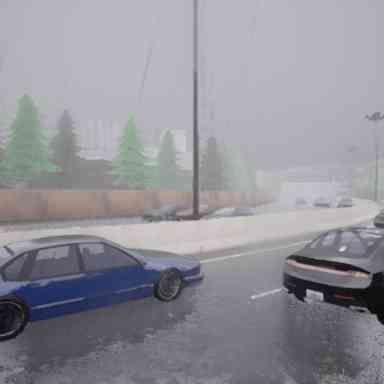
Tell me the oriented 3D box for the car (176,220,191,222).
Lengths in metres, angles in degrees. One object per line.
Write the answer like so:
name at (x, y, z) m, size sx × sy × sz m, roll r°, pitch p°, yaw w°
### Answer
car at (1.003, 1.549, 23.630) m, size 1.882 × 1.535 × 5.008 m, roll 0°, pitch 0°, yaw 45°

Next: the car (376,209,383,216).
car at (12.687, 1.586, 20.409) m, size 2.033 × 1.411 × 5.357 m, roll 0°, pitch 0°, yaw 41°

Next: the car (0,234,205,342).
car at (-2.312, 1.573, 6.537) m, size 5.357 × 1.411 × 2.033 m, roll 0°, pitch 0°, yaw -37°

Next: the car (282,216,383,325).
car at (3.914, 1.507, 7.109) m, size 4.902 × 1.511 × 2.128 m, roll 0°, pitch 0°, yaw -40°

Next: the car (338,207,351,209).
car at (20.832, 1.598, 44.699) m, size 1.837 × 1.490 × 4.892 m, roll 0°, pitch 1°, yaw 29°

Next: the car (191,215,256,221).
car at (2.365, 1.584, 20.075) m, size 4.674 × 1.442 × 1.812 m, roll 0°, pitch 0°, yaw -45°
